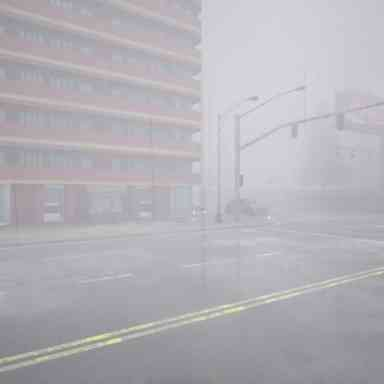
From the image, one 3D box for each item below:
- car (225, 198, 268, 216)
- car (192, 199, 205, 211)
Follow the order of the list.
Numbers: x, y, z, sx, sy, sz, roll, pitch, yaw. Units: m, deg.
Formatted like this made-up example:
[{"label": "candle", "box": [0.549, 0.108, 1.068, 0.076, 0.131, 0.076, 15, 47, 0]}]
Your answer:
[{"label": "car", "box": [5.272, 1.352, 32.413, 2.097, 1.767, 4.553, 0, 0, -34]}, {"label": "car", "box": [-0.303, 1.526, 40.723, 1.812, 1.442, 4.674, 0, 0, -34]}]
